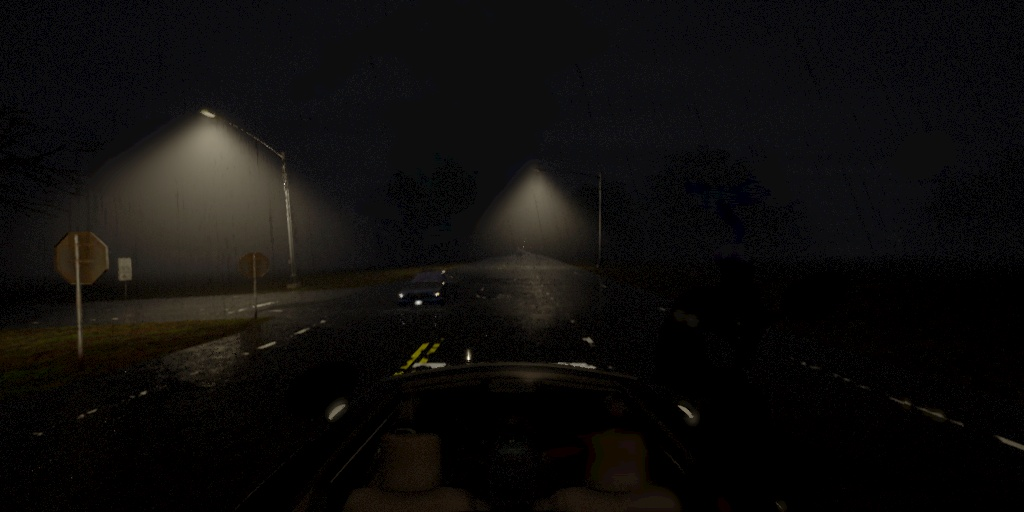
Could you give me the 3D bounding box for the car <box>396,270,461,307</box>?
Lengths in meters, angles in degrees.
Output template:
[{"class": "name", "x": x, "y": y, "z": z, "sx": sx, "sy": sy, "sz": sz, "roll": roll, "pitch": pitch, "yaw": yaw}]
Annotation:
[{"class": "car", "x": -3.532, "y": 1.349, "z": 16.210, "sx": 2.033, "sy": 1.411, "sz": 5.357, "roll": -2, "pitch": 1, "yaw": 0}]
